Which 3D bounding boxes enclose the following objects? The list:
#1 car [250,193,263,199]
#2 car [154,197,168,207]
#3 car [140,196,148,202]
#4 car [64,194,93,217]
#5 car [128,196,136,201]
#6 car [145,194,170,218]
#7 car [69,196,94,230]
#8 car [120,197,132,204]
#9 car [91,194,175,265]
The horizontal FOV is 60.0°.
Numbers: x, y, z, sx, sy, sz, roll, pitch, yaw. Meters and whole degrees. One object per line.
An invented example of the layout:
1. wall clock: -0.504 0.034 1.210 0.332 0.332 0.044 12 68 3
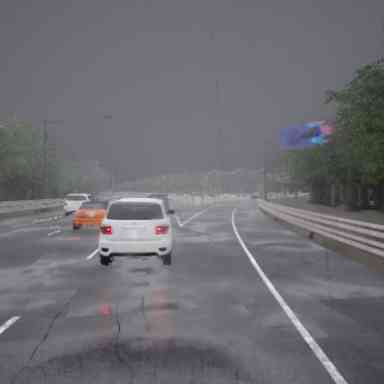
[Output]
1. car: 17.525 1.133 91.066 2.097 1.767 4.553 0 0 25
2. car: -4.987 1.578 53.384 2.033 1.411 5.357 0 0 -5
3. car: -11.855 1.747 82.762 1.895 1.301 4.718 0 0 -8
4. car: -10.021 1.188 30.569 2.150 2.045 5.566 0 0 -4
5. car: -16.862 1.761 93.332 1.994 1.385 4.181 0 0 -8
6. car: -3.196 1.209 31.703 2.150 2.045 5.566 0 0 -4
7. car: -5.844 1.330 20.882 2.097 1.767 4.553 0 0 -4
8. car: -13.353 1.637 67.247 1.994 1.385 4.181 0 0 -7
9. car: -1.797 1.213 11.879 2.150 2.045 5.566 0 0 -4
